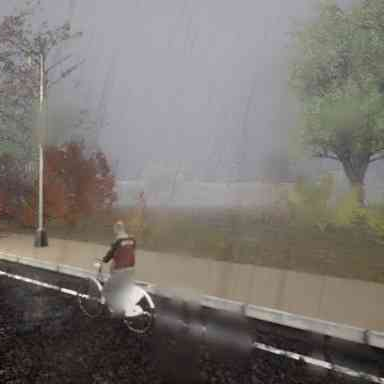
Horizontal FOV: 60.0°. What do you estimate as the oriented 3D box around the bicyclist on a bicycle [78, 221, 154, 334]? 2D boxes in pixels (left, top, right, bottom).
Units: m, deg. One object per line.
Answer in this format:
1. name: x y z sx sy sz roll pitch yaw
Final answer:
1. bicyclist on a bicycle: -1.347 1.365 5.575 1.843 1.776 0.659 0 0 35
